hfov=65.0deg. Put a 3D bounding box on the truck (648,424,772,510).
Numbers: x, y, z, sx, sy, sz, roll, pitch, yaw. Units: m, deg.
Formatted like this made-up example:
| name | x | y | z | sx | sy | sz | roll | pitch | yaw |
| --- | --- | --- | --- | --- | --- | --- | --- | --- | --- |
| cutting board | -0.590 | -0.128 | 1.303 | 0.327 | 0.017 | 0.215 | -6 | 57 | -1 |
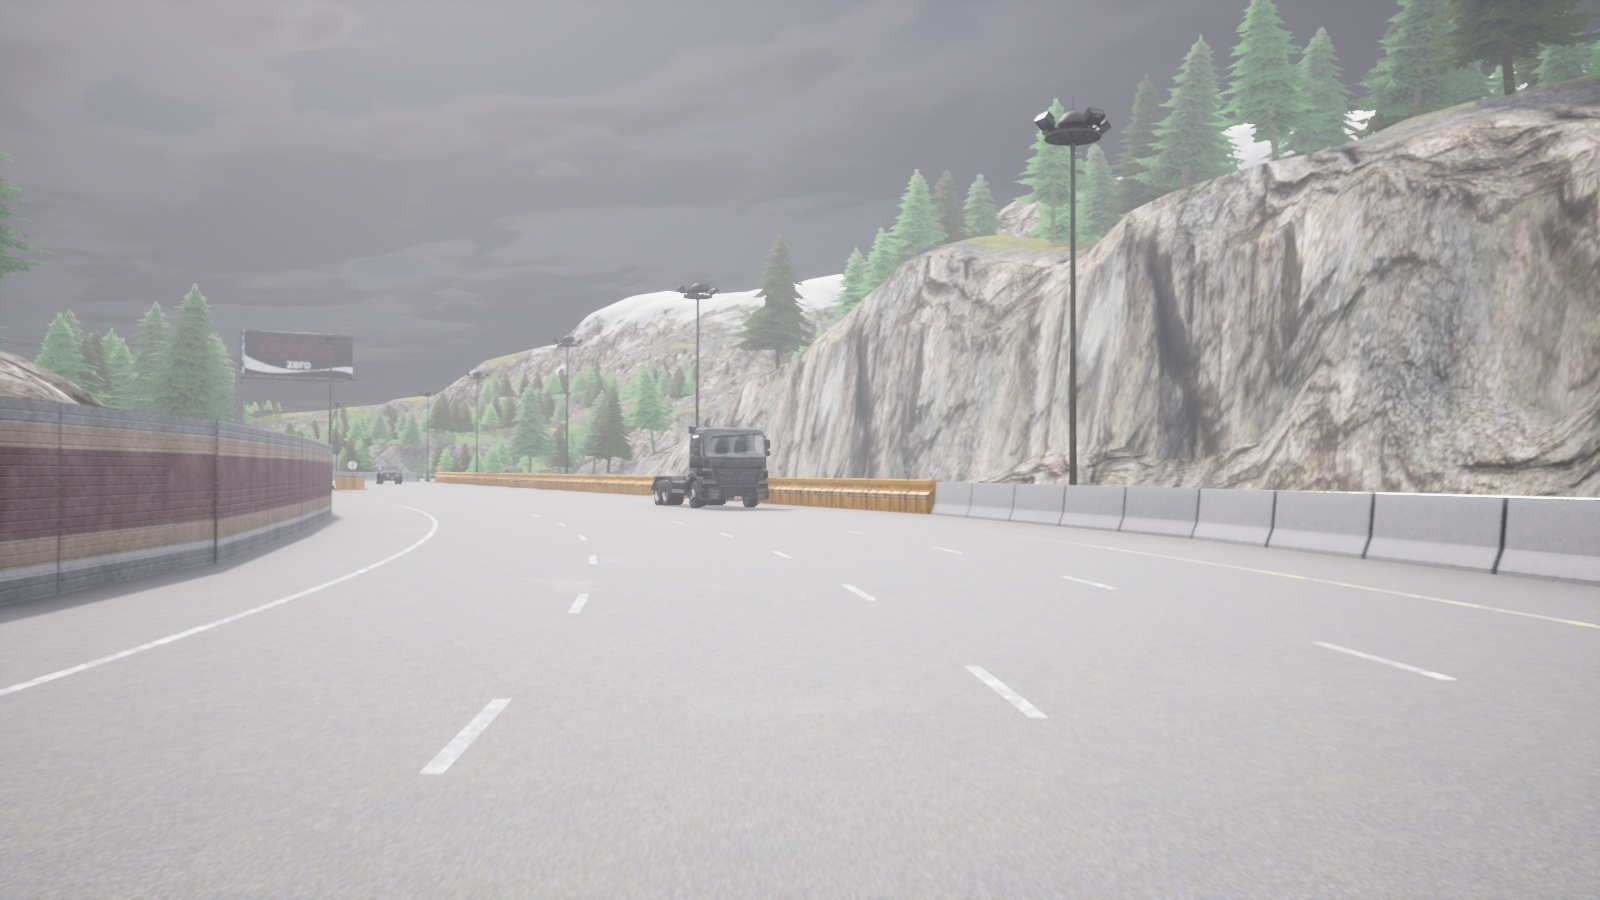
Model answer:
| name | x | y | z | sx | sy | sz | roll | pitch | yaw |
| --- | --- | --- | --- | --- | --- | --- | --- | --- | --- |
| truck | -4.077 | 0.764 | 54.606 | 2.891 | 3.462 | 7.936 | 0 | -1 | -24 |
